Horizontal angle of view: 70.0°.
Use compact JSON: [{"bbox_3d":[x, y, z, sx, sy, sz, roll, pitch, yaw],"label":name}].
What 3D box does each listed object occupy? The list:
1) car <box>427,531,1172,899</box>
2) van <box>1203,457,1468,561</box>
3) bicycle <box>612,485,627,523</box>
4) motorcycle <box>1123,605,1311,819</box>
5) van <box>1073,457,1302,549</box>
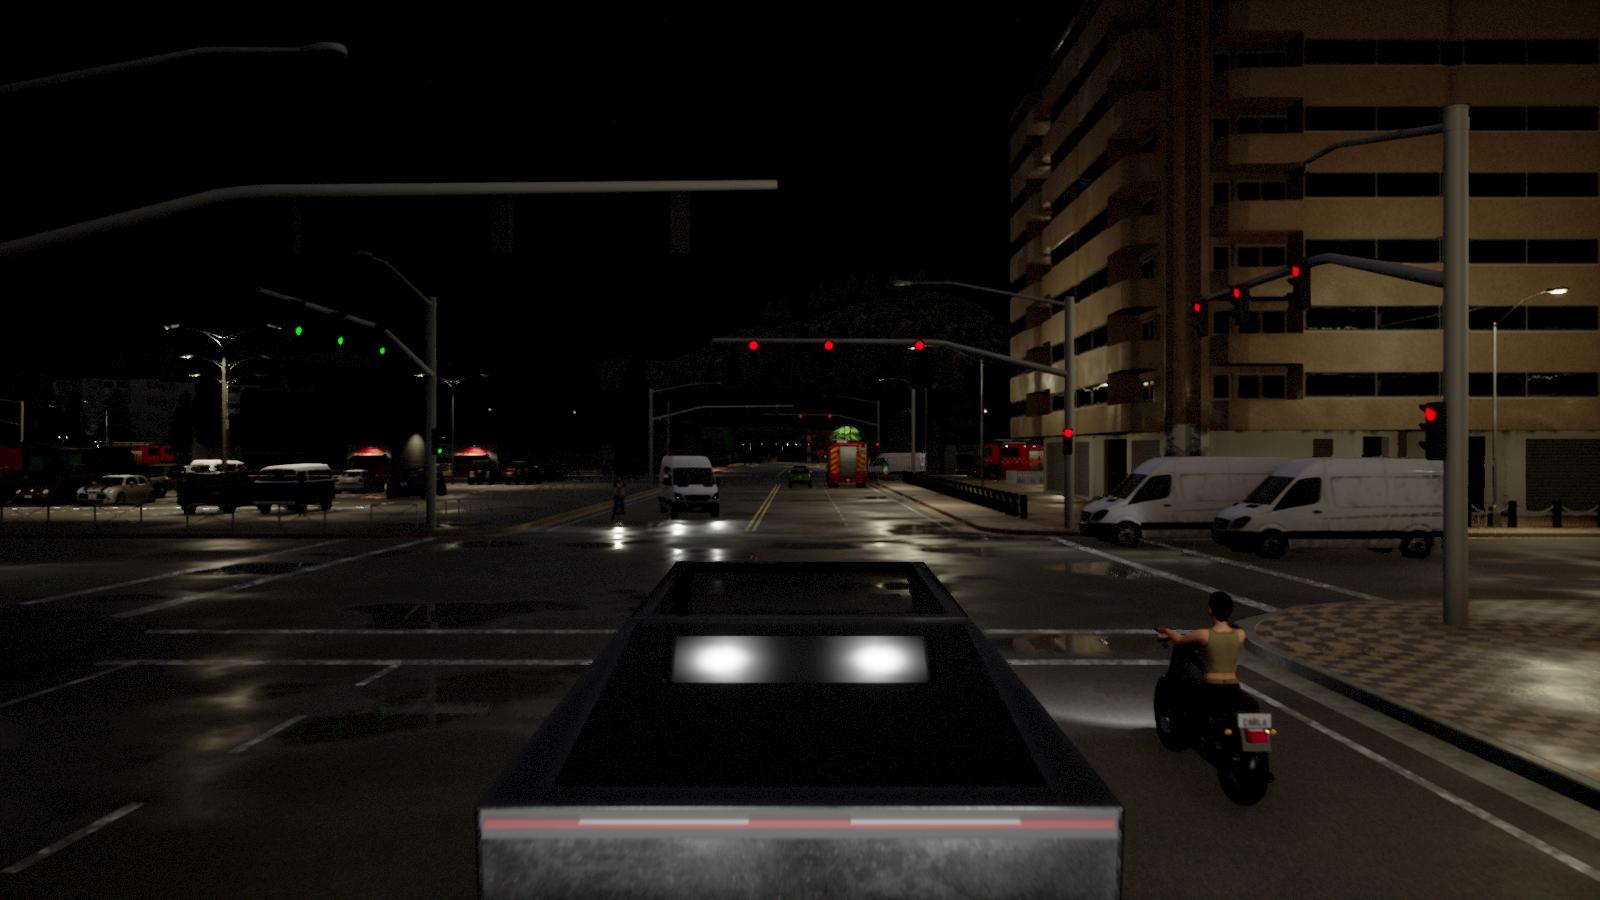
[{"bbox_3d":[0.000,1.753,6.804,2.390,2.098,6.274,0,0,0],"label":"car"},{"bbox_3d":[13.708,1.477,29.499,5.915,2.561,1.988,0,0,-1],"label":"van"},{"bbox_3d":[-7.113,2.107,44.955,0.373,1.385,1.643,0,0,-1],"label":"bicycle"},{"bbox_3d":[3.502,2.154,9.870,0.764,1.307,2.356,0,0,0],"label":"motorcycle"},{"bbox_3d":[11.079,1.480,32.969,5.915,2.561,1.988,0,0,-1],"label":"van"}]
